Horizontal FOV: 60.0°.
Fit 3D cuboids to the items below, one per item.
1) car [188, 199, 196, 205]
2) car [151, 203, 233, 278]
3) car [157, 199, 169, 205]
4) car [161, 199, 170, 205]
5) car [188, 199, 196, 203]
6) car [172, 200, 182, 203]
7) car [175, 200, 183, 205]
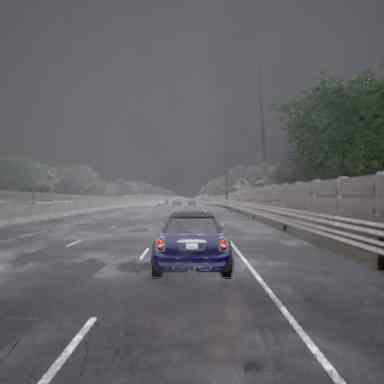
[{"bbox_3d":[-0.017,2.688,87.785,1.882,1.535,5.008,0,-2,0],"label":"car"},{"bbox_3d":[-0.002,1.369,10.341,2.097,1.767,4.553,0,0,0],"label":"car"},{"bbox_3d":[-7.016,2.529,77.774,1.812,1.442,4.674,0,-2,0],"label":"car"},{"bbox_3d":[-7.017,2.710,87.783,1.837,1.490,4.892,0,-2,0],"label":"car"},{"bbox_3d":[-0.016,2.529,77.776,1.812,1.442,4.674,0,-2,0],"label":"car"},{"bbox_3d":[-3.516,2.514,77.359,2.128,1.511,4.902,0,-2,0],"label":"car"},{"bbox_3d":[-3.517,2.806,87.810,1.895,1.301,4.718,0,-2,0],"label":"car"}]
